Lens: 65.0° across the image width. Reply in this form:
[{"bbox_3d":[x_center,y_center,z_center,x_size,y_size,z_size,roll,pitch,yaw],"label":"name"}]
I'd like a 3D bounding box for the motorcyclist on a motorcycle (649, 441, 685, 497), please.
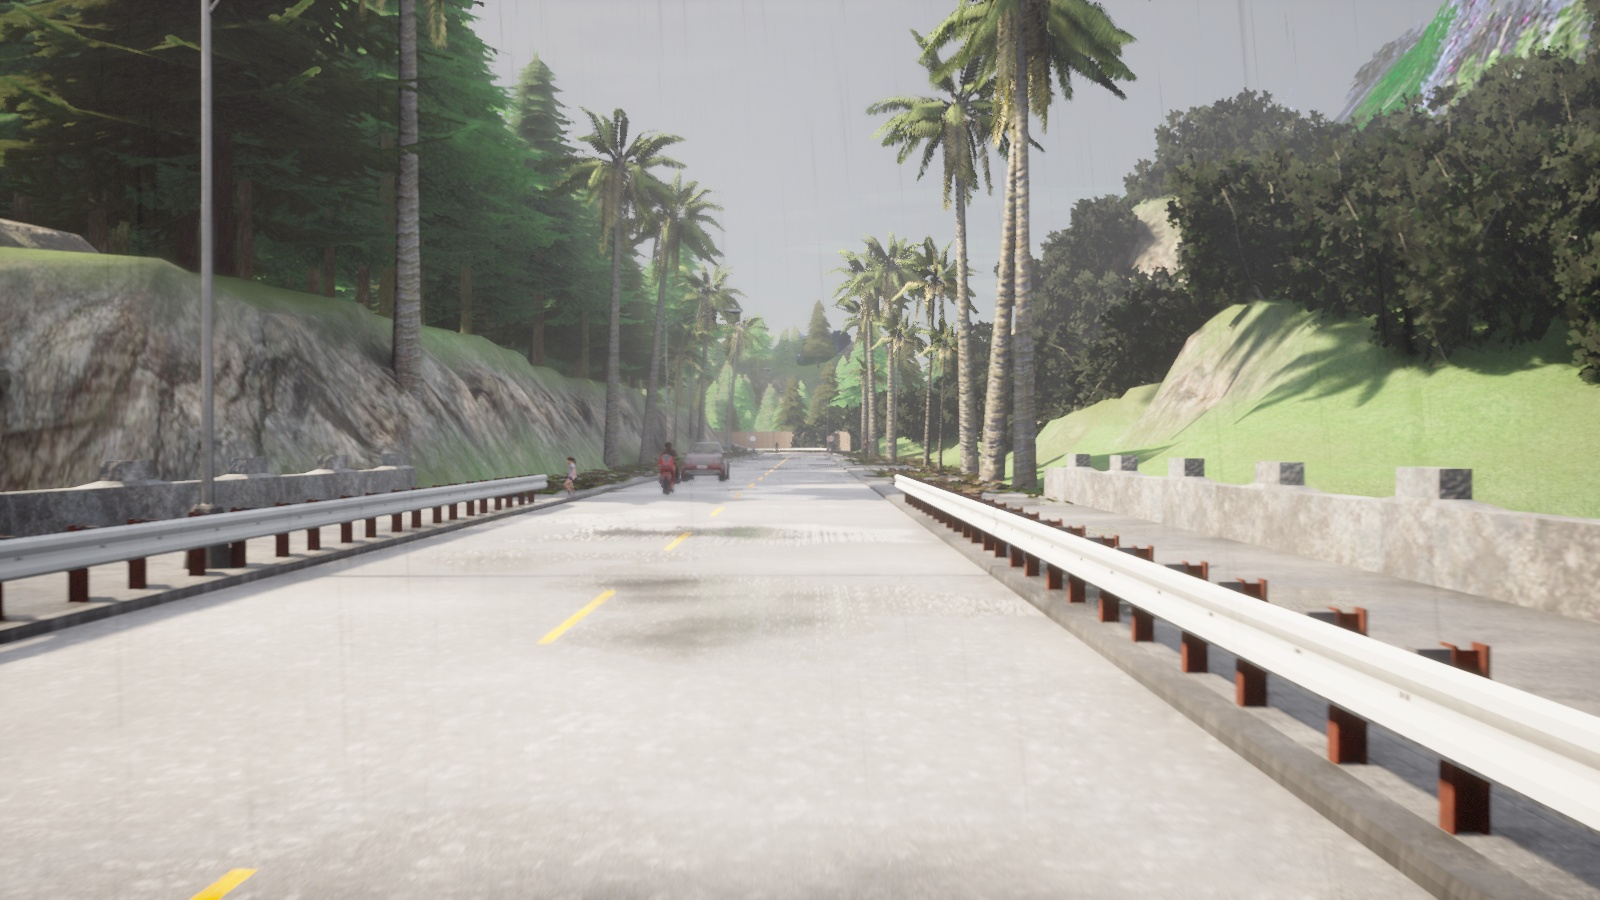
[{"bbox_3d":[-3.770,0.522,35.851,0.797,1.523,2.044,0,1,0],"label":"motorcyclist on a motorcycle"}]

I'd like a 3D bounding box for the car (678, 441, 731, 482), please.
[{"bbox_3d":[-3.693,0.447,49.190,1.789,1.549,3.705,0,0,0],"label":"car"}]

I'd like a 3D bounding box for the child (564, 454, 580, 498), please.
[{"bbox_3d":[-5.813,0.649,31.963,0.394,1.110,0.255,0,0,-11],"label":"child"}]
